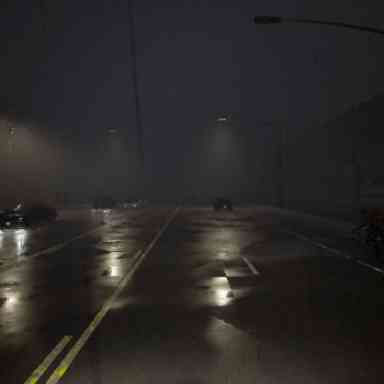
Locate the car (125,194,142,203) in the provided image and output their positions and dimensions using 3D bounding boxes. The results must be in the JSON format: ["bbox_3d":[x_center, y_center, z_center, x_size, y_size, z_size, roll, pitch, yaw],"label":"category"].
[{"bbox_3d":[-10.687,1.160,59.368,1.882,1.535,5.008,0,0,0],"label":"car"}]

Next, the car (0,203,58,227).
[{"bbox_3d":[-10.649,1.431,21.900,2.033,1.411,5.357,0,0,0],"label":"car"}]

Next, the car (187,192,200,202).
[{"bbox_3d":[-0.056,1.175,65.999,2.033,1.411,5.357,0,1,0],"label":"car"}]

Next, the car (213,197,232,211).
[{"bbox_3d":[3.513,1.302,38.138,1.837,1.490,4.892,0,1,0],"label":"car"}]

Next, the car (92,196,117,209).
[{"bbox_3d":[-10.820,1.283,41.625,1.837,1.490,4.892,1,0,5],"label":"car"}]

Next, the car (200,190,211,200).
[{"bbox_3d":[3.336,1.016,75.271,2.128,1.511,4.902,0,1,0],"label":"car"}]

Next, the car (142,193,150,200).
[{"bbox_3d":[-10.671,1.042,74.779,2.033,1.411,5.357,0,1,0],"label":"car"}]

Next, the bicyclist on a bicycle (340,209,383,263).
[{"bbox_3d":[5.457,1.351,10.260,1.656,1.620,0.582,0,-8,33],"label":"bicyclist on a bicycle"}]
